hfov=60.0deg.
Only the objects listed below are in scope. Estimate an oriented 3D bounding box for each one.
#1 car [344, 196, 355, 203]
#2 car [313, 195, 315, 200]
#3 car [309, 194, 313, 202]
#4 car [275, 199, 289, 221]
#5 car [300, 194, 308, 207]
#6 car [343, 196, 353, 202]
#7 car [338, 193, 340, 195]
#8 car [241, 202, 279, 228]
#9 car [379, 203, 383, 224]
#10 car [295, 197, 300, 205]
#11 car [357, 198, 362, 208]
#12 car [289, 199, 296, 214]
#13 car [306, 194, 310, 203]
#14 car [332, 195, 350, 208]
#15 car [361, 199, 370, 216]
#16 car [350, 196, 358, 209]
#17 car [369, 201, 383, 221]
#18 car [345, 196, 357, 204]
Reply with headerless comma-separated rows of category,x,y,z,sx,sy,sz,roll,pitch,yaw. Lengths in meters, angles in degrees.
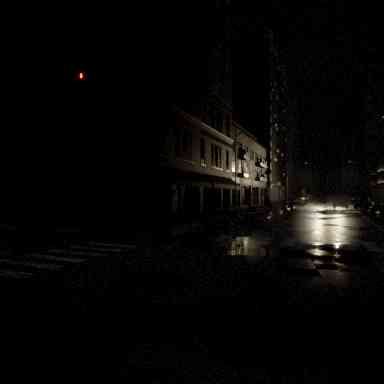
car,33.252,1.576,70.335,1.802,1.307,4.206,1,0,22
car,25.353,1.309,73.537,2.192,1.841,5.009,1,0,22
car,23.263,1.562,68.418,1.947,1.339,4.313,1,0,22
car,6.556,1.568,27.460,1.947,1.339,4.313,1,0,22
car,16.934,1.525,52.902,1.752,1.417,4.829,1,0,22
car,35.341,1.559,75.457,1.947,1.339,4.313,1,0,22
car,39.519,1.432,85.698,1.967,1.590,4.097,1,0,22
car,4.467,1.584,22.341,1.802,1.307,4.206,1,0,22
car,12.363,1.568,19.124,1.947,1.339,4.313,1,0,22
car,10.733,1.547,37.700,1.887,1.381,4.507,1,0,22
car,18.630,1.547,34.488,1.887,1.381,4.507,1,0,22
car,8.644,1.553,32.580,2.008,1.369,4.403,1,0,22
car,19.086,1.565,58.179,1.947,1.339,4.313,1,0,22
car,20.980,1.526,47.034,1.812,1.442,4.674,0,0,22
car,16.541,1.553,29.366,2.008,1.369,4.403,1,0,22
car,22.807,1.567,44.730,1.947,1.339,4.313,1,0,22
car,14.452,1.547,24.245,1.887,1.381,4.507,1,0,22
car,31.163,1.562,65.214,1.947,1.339,4.313,1,0,22
